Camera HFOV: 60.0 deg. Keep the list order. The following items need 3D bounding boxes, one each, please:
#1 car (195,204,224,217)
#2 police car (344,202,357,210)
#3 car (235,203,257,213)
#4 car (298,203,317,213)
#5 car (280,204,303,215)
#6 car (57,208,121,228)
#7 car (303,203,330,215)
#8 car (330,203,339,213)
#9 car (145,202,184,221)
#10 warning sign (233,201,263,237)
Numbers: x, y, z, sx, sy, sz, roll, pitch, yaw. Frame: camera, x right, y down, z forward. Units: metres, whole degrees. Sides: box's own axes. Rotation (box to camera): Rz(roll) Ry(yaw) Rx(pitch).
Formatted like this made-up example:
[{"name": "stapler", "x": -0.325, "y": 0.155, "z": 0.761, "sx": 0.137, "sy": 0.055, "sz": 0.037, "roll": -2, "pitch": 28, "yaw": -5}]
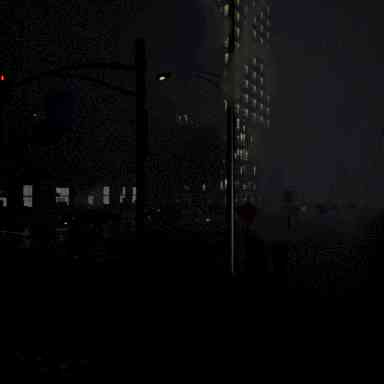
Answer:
[{"name": "car", "x": 2.238, "y": 2.175, "z": 40.674, "sx": 1.812, "sy": 1.442, "sz": 4.674, "roll": 0, "pitch": -1, "yaw": 33}, {"name": "police car", "x": 31.476, "y": 2.738, "z": 65.848, "sx": 1.930, "sy": 1.638, "sz": 5.238, "roll": 0, "pitch": -1, "yaw": 33}, {"name": "car", "x": 8.041, "y": 2.403, "z": 49.610, "sx": 1.994, "sy": 1.385, "sz": 4.181, "roll": 0, "pitch": -1, "yaw": 34}, {"name": "car", "x": 19.118, "y": 2.533, "z": 54.738, "sx": 1.837, "sy": 1.490, "sz": 4.892, "roll": 0, "pitch": -1, "yaw": 33}, {"name": "car", "x": 13.933, "y": 2.459, "z": 46.577, "sx": 1.895, "sy": 1.301, "sz": 4.718, "roll": 0, "pitch": -1, "yaw": 33}, {"name": "car", "x": -7.694, "y": 1.921, "z": 25.234, "sx": 1.895, "sy": 1.301, "sz": 4.718, "roll": 0, "pitch": -1, "yaw": 33}, {"name": "car", "x": 16.987, "y": 2.376, "z": 45.226, "sx": 1.837, "sy": 1.490, "sz": 4.892, "roll": 0, "pitch": -1, "yaw": 33}, {"name": "car", "x": 22.516, "y": 2.529, "z": 53.841, "sx": 1.882, "sy": 1.535, "sz": 5.008, "roll": 0, "pitch": -1, "yaw": 33}, {"name": "car", "x": -2.779, "y": 1.835, "z": 32.877, "sx": 2.097, "sy": 1.767, "sz": 4.553, "roll": 0, "pitch": -1, "yaw": 33}, {"name": "warning sign", "x": 3.123, "y": 1.454, "z": 18.543, "sx": 1.300, "sy": 1.860, "sz": 1.060, "roll": 1, "pitch": 1, "yaw": 33}]
